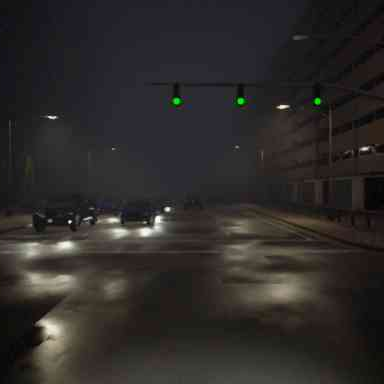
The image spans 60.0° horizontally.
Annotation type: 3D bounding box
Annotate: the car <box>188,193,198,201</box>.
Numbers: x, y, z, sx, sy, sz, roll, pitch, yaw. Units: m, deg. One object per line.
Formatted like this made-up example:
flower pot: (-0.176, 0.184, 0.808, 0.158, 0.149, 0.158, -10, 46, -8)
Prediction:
car: (0.138, 1.024, 64.089, 1.812, 1.442, 4.674, 0, 0, 0)

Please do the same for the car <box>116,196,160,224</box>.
car: (-3.571, 1.282, 22.859, 1.882, 1.535, 5.008, 0, 0, 0)

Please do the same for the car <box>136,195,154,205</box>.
car: (-6.997, 1.210, 49.941, 1.895, 1.301, 4.718, 0, 0, 1)

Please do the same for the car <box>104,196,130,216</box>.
car: (-7.069, 1.238, 29.334, 1.882, 1.535, 5.008, 0, 0, 0)

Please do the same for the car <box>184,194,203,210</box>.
car: (0.127, 1.041, 37.950, 2.097, 1.767, 4.553, 0, 0, 0)

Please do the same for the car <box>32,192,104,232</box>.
car: (-7.076, 1.056, 19.329, 2.150, 2.045, 5.566, 0, 0, 0)

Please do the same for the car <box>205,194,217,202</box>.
car: (3.547, 1.105, 62.569, 1.895, 1.301, 4.718, 0, 0, 0)

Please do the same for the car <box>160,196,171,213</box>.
car: (-3.562, 1.226, 32.346, 2.128, 1.511, 4.902, 0, 0, 0)

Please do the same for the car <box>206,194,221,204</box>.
car: (3.539, 1.141, 52.625, 1.994, 1.385, 4.181, 0, 0, 0)
